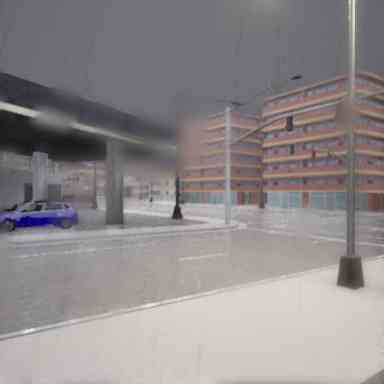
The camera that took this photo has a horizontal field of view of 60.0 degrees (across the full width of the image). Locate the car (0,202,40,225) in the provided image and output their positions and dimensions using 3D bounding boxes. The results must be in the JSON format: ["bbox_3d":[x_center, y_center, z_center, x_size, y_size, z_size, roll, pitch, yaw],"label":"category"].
[{"bbox_3d":[-12.949,1.477,23.439,3.806,1.475,1.970,1,0,-35],"label":"car"}]

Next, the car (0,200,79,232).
[{"bbox_3d":[-8.996,1.325,19.201,4.611,1.667,2.242,1,0,-35],"label":"car"}]
